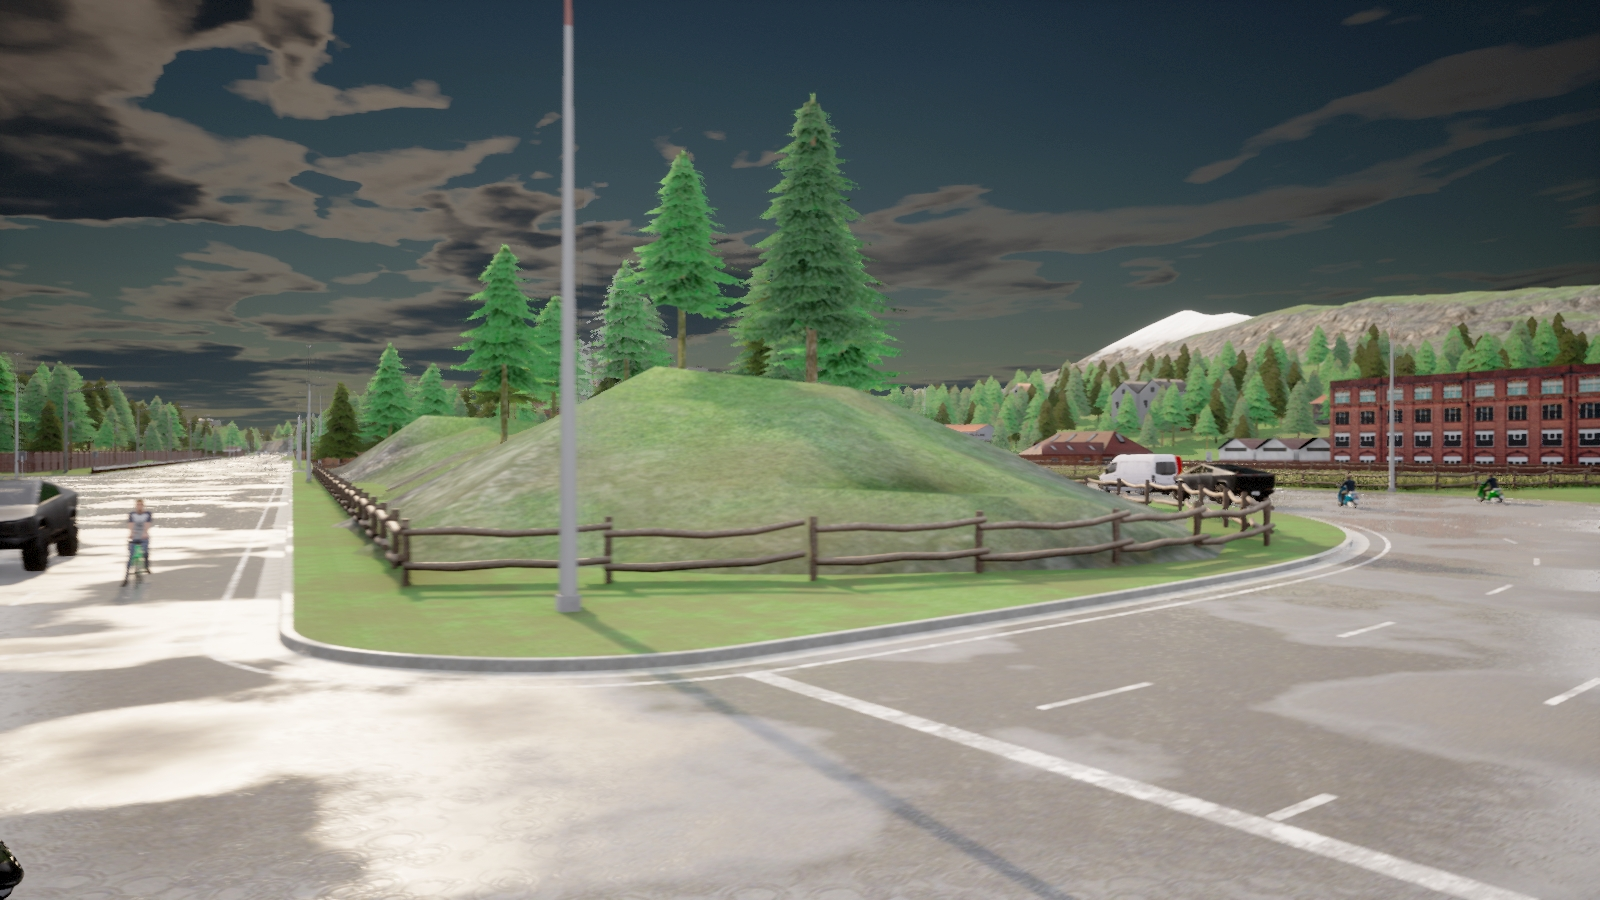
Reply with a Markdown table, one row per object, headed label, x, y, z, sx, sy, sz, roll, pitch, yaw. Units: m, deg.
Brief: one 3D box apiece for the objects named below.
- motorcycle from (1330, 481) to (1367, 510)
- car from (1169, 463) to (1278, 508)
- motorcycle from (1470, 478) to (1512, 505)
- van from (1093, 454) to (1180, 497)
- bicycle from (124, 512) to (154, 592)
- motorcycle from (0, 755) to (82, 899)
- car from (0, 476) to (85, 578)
| label | x | y | z | sx | sy | sz | roll | pitch | yaw |
| --- | --- | --- | --- | --- | --- | --- | --- | --- | --- |
| motorcycle | 26.269 | 2.156 | 54.752 | 0.856 | 1.316 | 1.805 | 0 | 0 | -2 |
| car | 21.602 | 1.769 | 58.657 | 2.390 | 2.098 | 6.274 | 0 | 0 | -11 |
| motorcycle | 36.050 | 2.156 | 59.644 | 0.856 | 1.316 | 1.805 | -3 | 0 | -11 |
| van | 21.182 | 1.554 | 72.195 | 1.988 | 2.561 | 5.915 | 0 | 0 | -22 |
| bicycle | -13.549 | 2.064 | 23.436 | 0.373 | 1.496 | 1.643 | 0 | 0 | -24 |
| motorcycle | -4.434 | 2.207 | 4.943 | 2.209 | 1.251 | 0.867 | 0 | 0 | -35 |
| car | -19.337 | 1.764 | 27.853 | 2.390 | 2.098 | 6.274 | 0 | 0 | -24 |
